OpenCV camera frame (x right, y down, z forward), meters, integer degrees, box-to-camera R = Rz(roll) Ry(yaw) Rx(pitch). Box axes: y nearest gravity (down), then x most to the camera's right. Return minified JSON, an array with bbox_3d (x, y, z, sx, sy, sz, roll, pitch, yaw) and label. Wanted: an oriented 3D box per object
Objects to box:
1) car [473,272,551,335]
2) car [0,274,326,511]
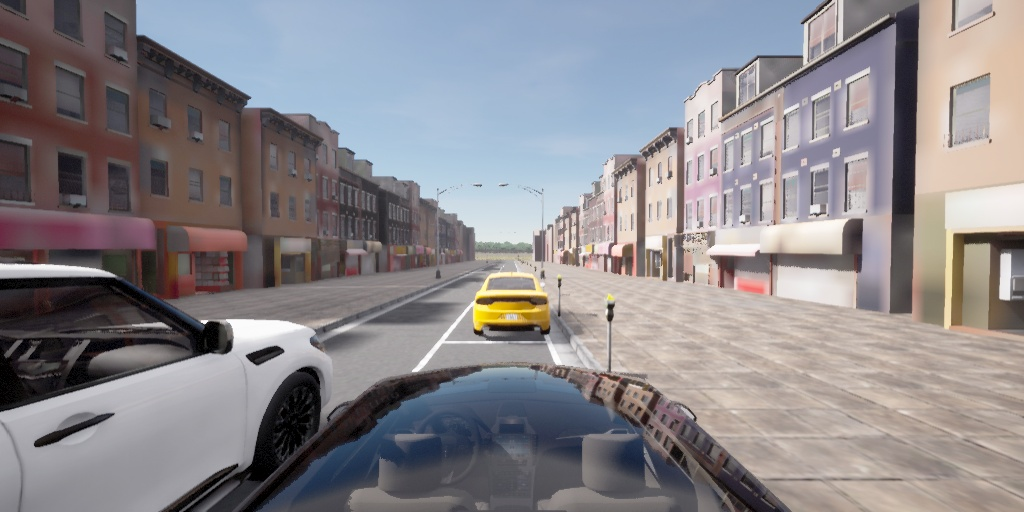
[{"bbox_3d":[0.003,1.262,10.502,1.812,1.442,4.674,0,0,0],"label":"car"},{"bbox_3d":[-3.020,1.097,1.468,2.097,1.767,4.553,0,0,0],"label":"car"}]
